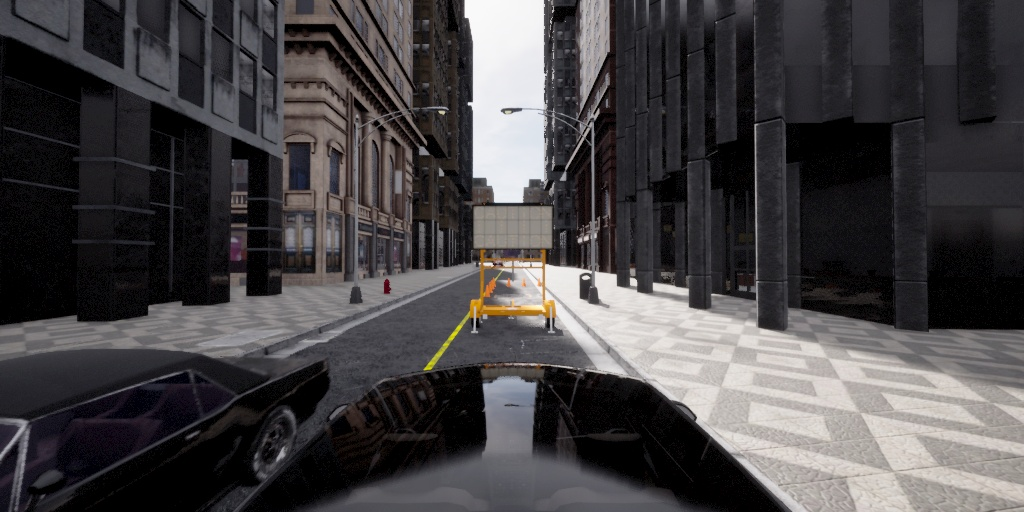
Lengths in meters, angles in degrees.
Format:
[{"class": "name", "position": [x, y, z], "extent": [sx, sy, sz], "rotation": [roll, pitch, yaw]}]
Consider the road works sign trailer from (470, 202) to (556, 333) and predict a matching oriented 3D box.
[{"class": "road works sign trailer", "position": [0.029, 0.217, 10.712], "extent": [2.380, 3.560, 2.880], "rotation": [0, 0, 0]}]

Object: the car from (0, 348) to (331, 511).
[{"class": "car", "position": [-3.000, 1.351, 1.846], "extent": [1.895, 1.301, 4.718], "rotation": [0, 0, 0]}]
